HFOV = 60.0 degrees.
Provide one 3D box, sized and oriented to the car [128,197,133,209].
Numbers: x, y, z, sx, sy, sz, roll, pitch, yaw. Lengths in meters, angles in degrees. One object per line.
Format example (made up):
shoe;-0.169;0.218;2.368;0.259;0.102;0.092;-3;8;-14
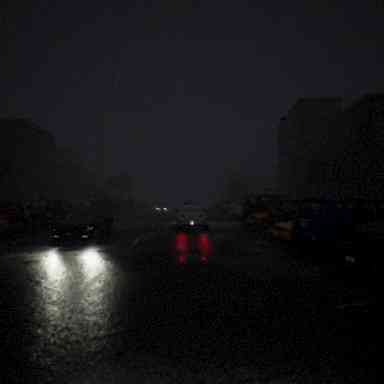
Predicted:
car;-11.543;1.874;48.074;4.792;1.488;2.163;0;-2;-20

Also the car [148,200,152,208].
car;-11.487;2.486;68.575;5.008;1.535;2.097;0;-3;-20

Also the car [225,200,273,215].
car;6.216;1.670;36.370;4.792;1.488;2.163;1;-1;-20

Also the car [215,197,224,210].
car;6.066;1.728;42.301;5.366;1.575;1.946;1;-1;-20

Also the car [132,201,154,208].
car;-11.410;3.000;77.336;4.892;1.521;2.231;0;-4;-19

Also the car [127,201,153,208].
car;-11.604;2.803;74.351;5.366;1.575;1.946;0;-4;-19

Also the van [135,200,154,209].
van;-11.485;2.982;80.229;4.442;1.987;1.878;1;-4;-19

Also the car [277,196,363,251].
car;6.384;1.254;12.449;5.566;2.045;2.435;1;0;-20

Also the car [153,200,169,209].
car;-5.155;2.189;58.909;2.033;1.411;5.357;0;-2;1

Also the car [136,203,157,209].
car;-11.332;3.439;83.165;4.892;1.521;2.231;1;-4;-19

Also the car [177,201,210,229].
car;-0.011;1.546;21.419;1.812;1.442;4.674;0;0;0

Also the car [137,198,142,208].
car;-11.549;2.106;56.859;4.674;1.452;2.002;0;-2;-20

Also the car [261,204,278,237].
car;6.162;1.501;15.367;5.366;1.575;1.946;1;0;-20

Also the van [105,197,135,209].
van;-11.667;1.761;53.891;4.442;1.987;1.878;0;-1;-20

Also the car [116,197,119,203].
car;-11.568;1.675;39.256;4.892;1.521;2.231;-1;-1;-20

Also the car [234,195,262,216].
car;6.309;1.277;24.430;5.566;2.045;2.435;1;-1;-20

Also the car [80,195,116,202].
car;-11.600;1.381;36.314;5.566;2.045;2.435;-1;-1;-20

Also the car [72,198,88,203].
car;-11.538;1.534;27.526;5.008;1.535;2.097;-1;0;-20

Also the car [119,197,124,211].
car;-11.569;1.727;42.194;4.892;1.521;2.231;-1;-1;-20

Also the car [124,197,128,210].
car;-11.544;1.655;45.135;4.553;1.767;2.185;0;-1;-20

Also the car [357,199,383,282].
car;6.385;1.251;6.430;5.566;2.045;2.435;1;0;-20

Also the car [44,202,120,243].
car;-5.161;1.491;16.374;1.882;1.535;5.008;0;0;0

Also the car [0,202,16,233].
car;-11.472;1.486;15.788;5.008;1.535;2.097;-1;0;-20

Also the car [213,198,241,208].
car;6.317;2.039;60.335;4.553;1.767;2.185;1;-2;-20

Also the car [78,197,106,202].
car;-11.738;1.591;33.330;5.366;1.575;1.946;-1;0;-20

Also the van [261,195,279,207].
van;6.427;1.285;18.472;4.442;1.987;1.878;1;0;-20

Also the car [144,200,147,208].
car;-11.490;2.274;62.729;4.792;1.488;2.163;0;-2;-20

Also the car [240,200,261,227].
car;6.123;1.510;21.359;5.366;1.575;1.946;1;0;-20

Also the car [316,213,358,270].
car;6.360;1.504;9.434;4.892;1.521;2.231;1;0;-20

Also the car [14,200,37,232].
car;-11.470;1.366;18.730;4.553;1.767;2.185;-1;0;-20

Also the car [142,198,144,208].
car;-11.536;2.192;59.796;4.674;1.452;2.002;0;-2;-20

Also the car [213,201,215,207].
car;6.246;1.961;51.345;4.674;1.452;2.002;1;-2;-20

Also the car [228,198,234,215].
car;6.431;1.572;30.465;5.366;1.575;1.946;1;-1;-20

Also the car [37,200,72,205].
car;-11.503;1.389;24.596;4.553;1.767;2.185;-1;0;-20

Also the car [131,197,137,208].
car;-11.570;1.912;50.992;5.008;1.535;2.097;0;-2;-20

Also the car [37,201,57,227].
car;-11.520;1.540;21.662;4.674;1.452;2.002;-1;0;-20

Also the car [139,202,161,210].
car;-11.246;3.712;89.043;5.566;2.045;2.435;1;-6;-19

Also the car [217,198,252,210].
car;6.215;1.726;48.350;4.553;1.767;2.185;1;-2;-20

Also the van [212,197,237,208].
van;6.190;2.033;63.280;4.442;1.987;1.878;1;-2;-20

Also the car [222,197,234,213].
car;6.077;1.596;33.328;5.366;1.575;1.946;1;-1;-20

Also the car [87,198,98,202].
car;-11.562;1.562;30.457;5.008;1.535;2.097;-1;-1;-20
